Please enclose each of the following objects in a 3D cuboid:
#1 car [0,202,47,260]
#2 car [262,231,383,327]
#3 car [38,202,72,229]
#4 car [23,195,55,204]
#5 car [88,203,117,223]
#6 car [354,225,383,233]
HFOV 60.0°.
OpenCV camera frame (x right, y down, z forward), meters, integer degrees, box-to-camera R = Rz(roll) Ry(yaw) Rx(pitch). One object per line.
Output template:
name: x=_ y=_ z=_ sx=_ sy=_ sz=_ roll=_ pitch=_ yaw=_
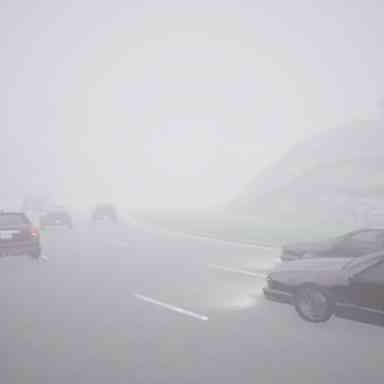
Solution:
car: x=-7.006 y=1.381 z=11.901 sx=2.097 sy=1.767 sz=4.553 roll=1 pitch=0 yaw=-38
car: x=3.956 y=1.603 z=5.501 sx=5.357 sy=1.411 sz=2.033 roll=0 pitch=0 yaw=37
car: x=-9.014 y=1.599 z=21.944 sx=1.812 sy=1.442 sz=4.674 roll=0 pitch=0 yaw=-25
car: x=-16.240 y=1.330 z=35.586 sx=2.150 sy=2.045 sz=5.566 roll=0 pitch=0 yaw=-6
car: x=-7.159 y=1.615 z=26.689 sx=1.837 sy=1.490 sz=4.892 roll=0 pitch=0 yaw=-20
car: x=5.187 y=1.629 z=8.987 sx=5.357 sy=1.411 sz=2.033 roll=0 pitch=0 yaw=38
